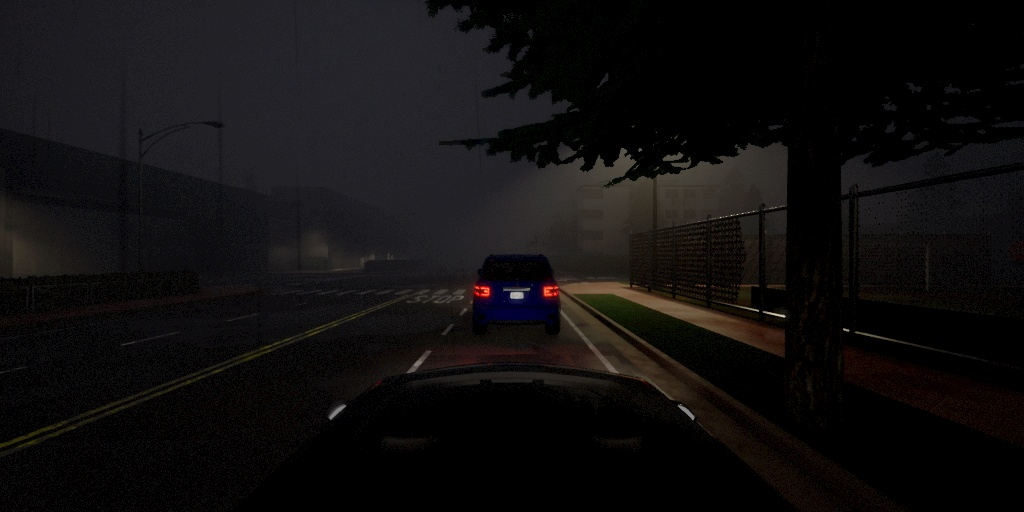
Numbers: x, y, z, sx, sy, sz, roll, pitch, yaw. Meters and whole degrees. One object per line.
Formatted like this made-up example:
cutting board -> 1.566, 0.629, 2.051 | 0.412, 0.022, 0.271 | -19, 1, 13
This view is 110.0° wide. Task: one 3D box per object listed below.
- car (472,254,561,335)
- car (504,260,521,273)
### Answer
car -> 0.115, 0.972, 10.673 | 2.150, 2.045, 5.566 | 0, 0, 0
car -> 0.025, 1.242, 45.548 | 2.128, 1.511, 4.902 | 0, 0, 0
